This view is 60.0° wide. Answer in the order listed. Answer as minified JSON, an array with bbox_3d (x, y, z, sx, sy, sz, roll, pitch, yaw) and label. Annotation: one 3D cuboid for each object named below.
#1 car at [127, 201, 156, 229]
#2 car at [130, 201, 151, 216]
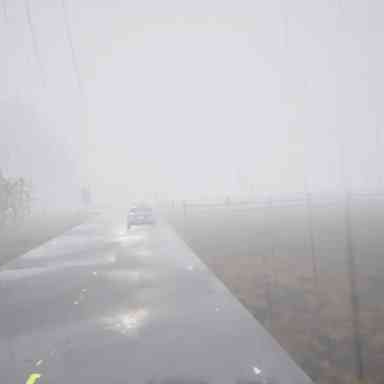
[{"bbox_3d":[-3.426,1.611,22.515,2.033,1.411,5.357,-3,0,-9],"label":"car"},{"bbox_3d":[-5.476,1.682,35.207,1.994,1.385,4.181,-3,0,-10],"label":"car"}]
